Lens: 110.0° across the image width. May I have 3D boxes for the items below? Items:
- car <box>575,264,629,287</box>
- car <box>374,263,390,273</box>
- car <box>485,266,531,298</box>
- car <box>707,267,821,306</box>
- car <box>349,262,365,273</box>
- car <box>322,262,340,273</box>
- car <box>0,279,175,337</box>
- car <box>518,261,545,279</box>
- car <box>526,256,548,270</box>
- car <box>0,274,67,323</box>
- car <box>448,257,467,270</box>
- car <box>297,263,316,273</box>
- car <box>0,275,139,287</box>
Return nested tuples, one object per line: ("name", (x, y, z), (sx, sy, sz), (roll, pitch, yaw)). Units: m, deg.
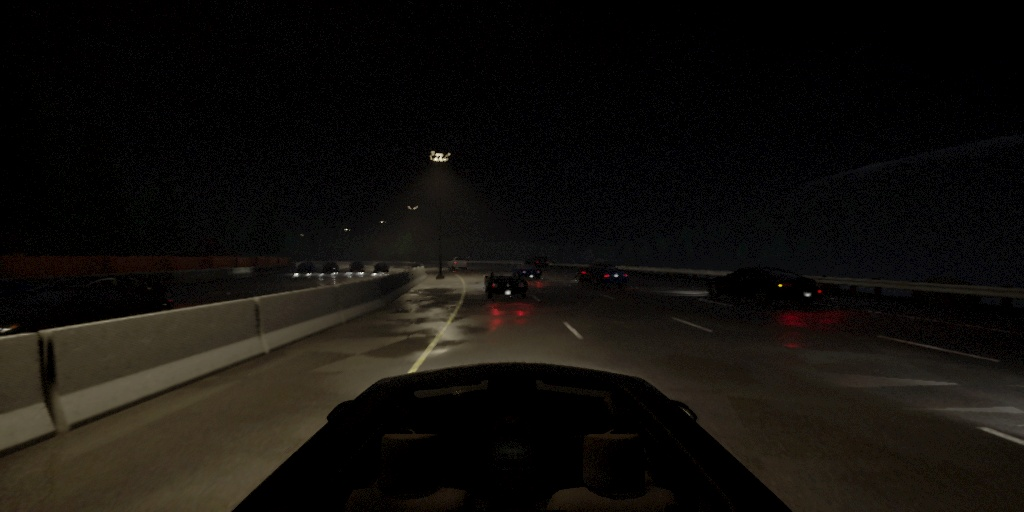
("car", (5.995, 1.261, 24.480), (2.033, 1.411, 5.357), (-1, 0, -9))
("car", (-17.800, 1.610, 49.143), (2.033, 1.411, 5.357), (-1, 0, -17))
("car", (-0.439, 1.387, 18.683), (1.895, 1.301, 4.718), (-1, 0, -6))
("car", (10.186, 1.169, 14.885), (1.812, 1.442, 4.674), (0, 0, -5))
("car", (-22.754, 1.634, 52.888), (1.837, 1.490, 4.892), (-1, 0, -19))
("car", (-25.997, 1.674, 51.565), (1.837, 1.490, 4.892), (-1, 0, -19))
("car", (-10.789, 1.464, 8.756), (1.994, 1.385, 4.181), (-1, 0, -3))
("car", (1.191, 1.390, 32.231), (1.895, 1.301, 4.718), (-1, 0, -11))
("car", (3.473, 1.018, 52.982), (2.150, 2.045, 5.566), (0, 0, -18))
("car", (-17.917, 1.474, 11.241), (1.882, 1.535, 5.008), (-1, 0, -4))
("car", (-8.674, 1.180, 56.511), (2.150, 2.045, 5.566), (0, 0, -21))
("car", (-30.048, 1.699, 52.542), (1.882, 1.535, 5.008), (-1, 0, -19))
("car", (-14.470, 1.445, 12.142), (2.128, 1.511, 4.902), (-1, 0, -4))
